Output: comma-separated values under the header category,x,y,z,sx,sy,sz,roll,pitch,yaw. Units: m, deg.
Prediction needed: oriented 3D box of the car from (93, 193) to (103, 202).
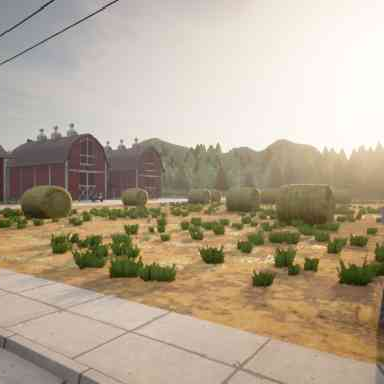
category,x,y,z,sx,sy,sz,roll,pitch,yaw
car,-19.651,1.118,69.803,1.905,1.878,3.866,6,1,-10
